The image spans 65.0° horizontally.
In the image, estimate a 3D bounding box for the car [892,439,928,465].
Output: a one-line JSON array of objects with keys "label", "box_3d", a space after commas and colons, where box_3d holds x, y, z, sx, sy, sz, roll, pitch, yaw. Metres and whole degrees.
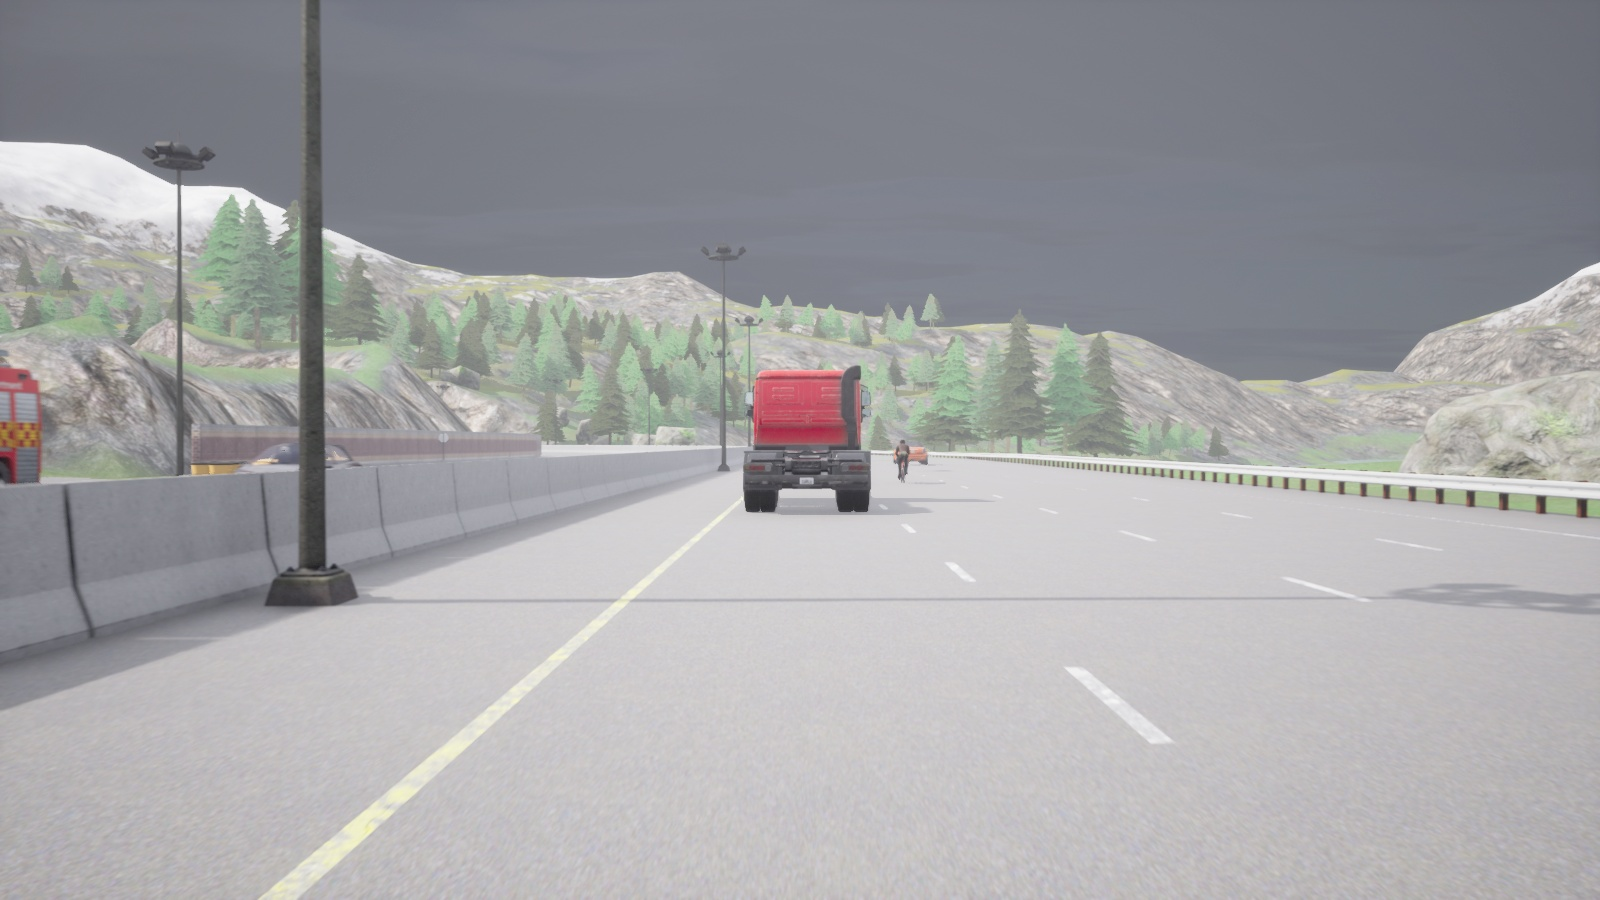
[{"label": "car", "box_3d": [7.512, 0.125, 86.159, 2.097, 1.767, 4.553, 0, 0, 0]}]

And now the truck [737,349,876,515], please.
[{"label": "truck", "box_3d": [0.175, -0.405, 30.207, 2.891, 3.462, 7.936, 0, 0, 1]}]

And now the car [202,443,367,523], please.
[{"label": "car", "box_3d": [-10.338, 0.608, 25.494, 1.845, 1.501, 3.633, 0, 0, 0]}]

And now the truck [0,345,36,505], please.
[{"label": "truck", "box_3d": [-20.746, -0.588, 27.232, 2.891, 3.827, 8.468, 0, 0, 2]}]
